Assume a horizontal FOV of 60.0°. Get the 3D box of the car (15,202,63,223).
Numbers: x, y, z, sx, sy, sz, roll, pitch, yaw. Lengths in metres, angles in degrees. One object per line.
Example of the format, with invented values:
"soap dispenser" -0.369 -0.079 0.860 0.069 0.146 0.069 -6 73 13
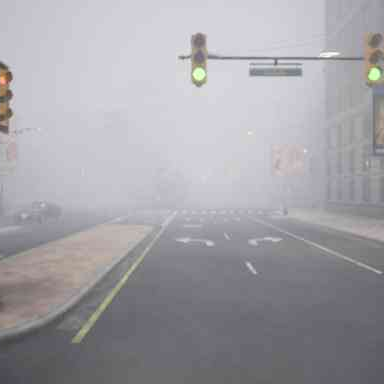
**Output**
"car" -11.545 1.500 25.359 2.128 1.511 4.902 0 0 0
